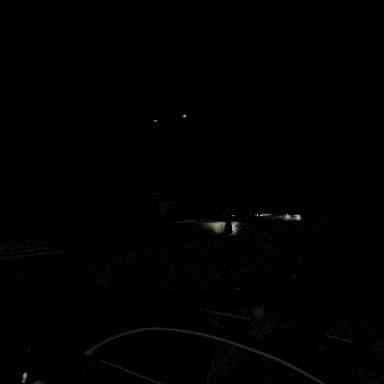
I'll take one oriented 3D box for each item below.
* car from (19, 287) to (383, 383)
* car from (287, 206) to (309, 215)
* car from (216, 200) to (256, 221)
[{"bbox_3d":[0.253,1.548,2.793,4.403,1.369,2.008,0,0,36],"label":"car"},{"bbox_3d":[15.594,2.681,49.105,1.895,1.301,4.718,0,-1,36],"label":"car"},{"bbox_3d":[4.658,1.847,34.101,2.150,2.045,5.566,0,-1,36],"label":"car"}]
